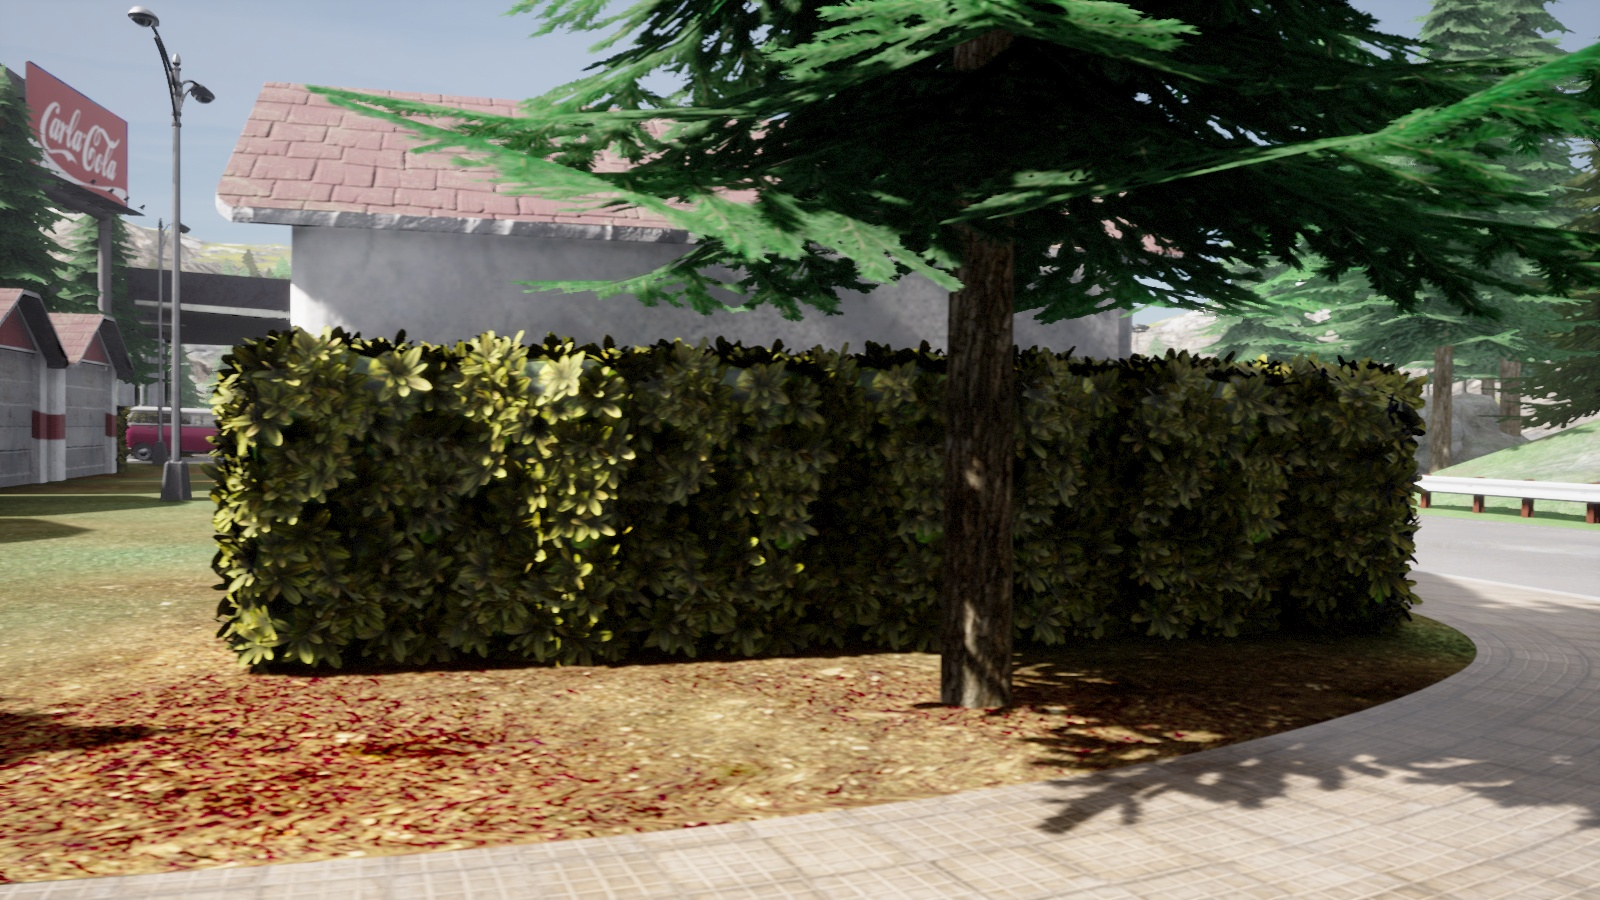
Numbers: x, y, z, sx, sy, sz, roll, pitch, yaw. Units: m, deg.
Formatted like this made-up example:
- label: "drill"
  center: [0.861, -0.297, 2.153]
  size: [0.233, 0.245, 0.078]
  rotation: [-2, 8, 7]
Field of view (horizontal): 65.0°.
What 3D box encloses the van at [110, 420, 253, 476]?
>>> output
- label: "van"
  center: [-22.691, -0.070, 46.221]
  size: [4.442, 1.987, 1.775]
  rotation: [1, 0, -15]
